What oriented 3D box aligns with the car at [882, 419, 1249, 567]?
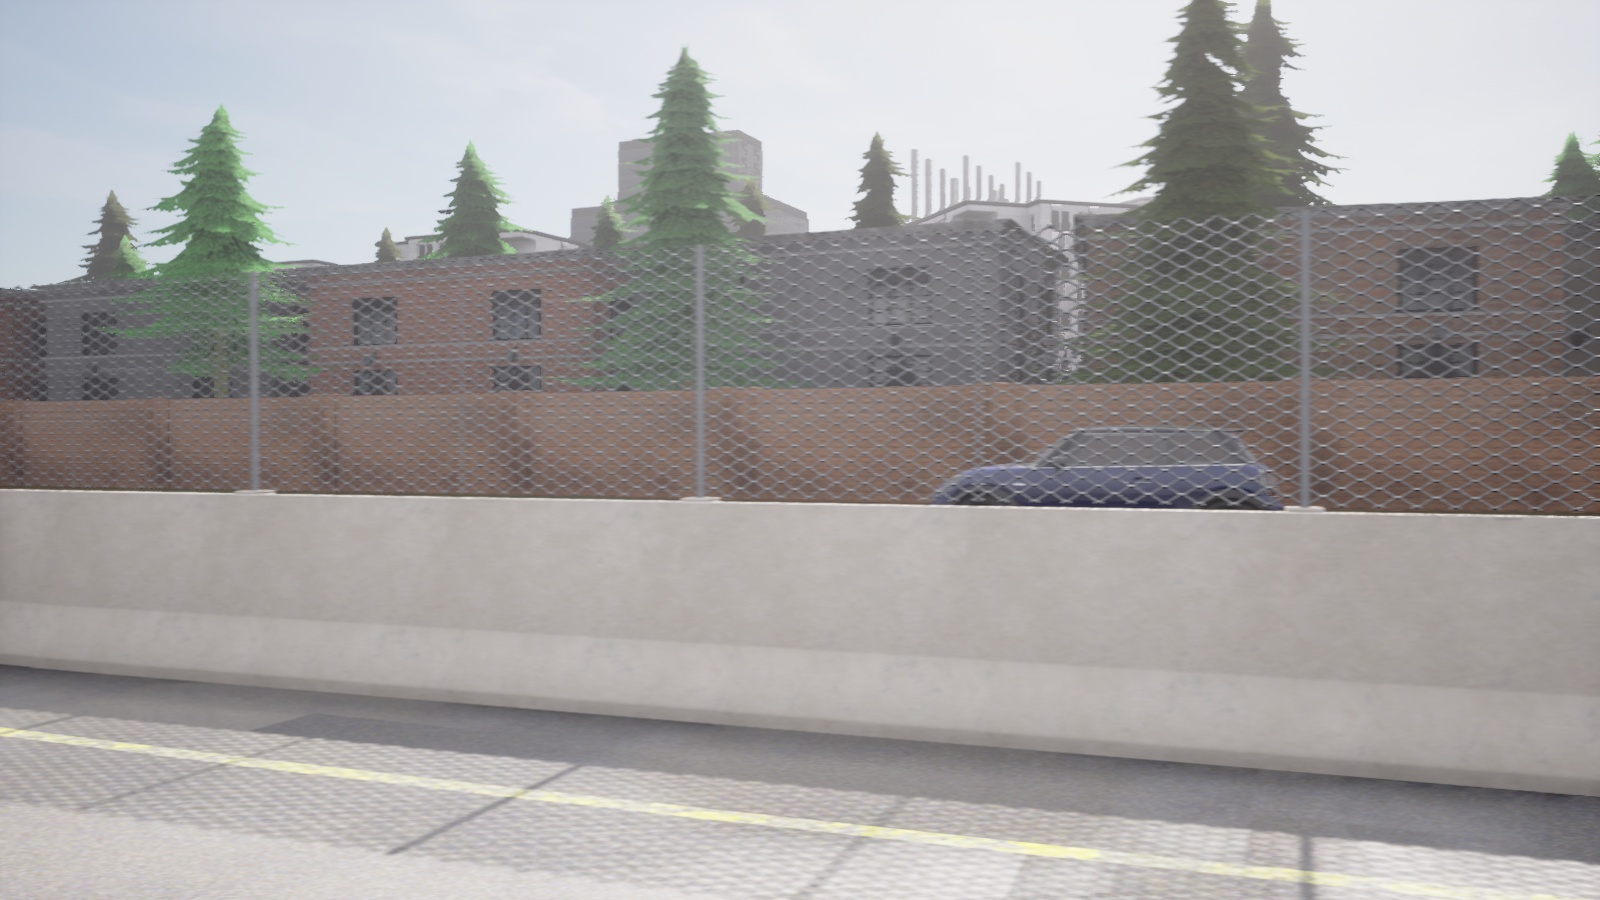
[{"bbox_3d":[3.578,0.491,16.809,4.553,1.767,2.097,1,1,19],"label":"car"}]
